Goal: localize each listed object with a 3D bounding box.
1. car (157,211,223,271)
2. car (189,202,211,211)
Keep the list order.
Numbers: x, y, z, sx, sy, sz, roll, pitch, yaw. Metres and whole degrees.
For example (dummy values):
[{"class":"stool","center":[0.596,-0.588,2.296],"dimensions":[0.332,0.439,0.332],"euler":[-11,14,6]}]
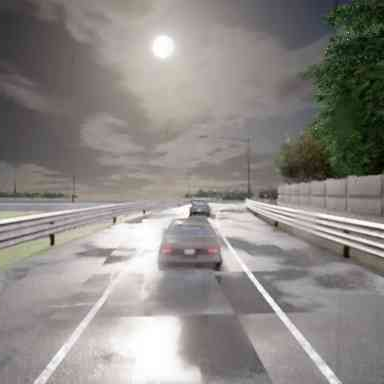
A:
[{"class":"car","center":[-0.057,1.566,10.926],"dimensions":[2.033,1.411,5.357],"euler":[0,0,0]},{"class":"car","center":[0.815,1.610,32.409],"dimensions":[1.994,1.385,4.181],"euler":[0,0,5]}]
